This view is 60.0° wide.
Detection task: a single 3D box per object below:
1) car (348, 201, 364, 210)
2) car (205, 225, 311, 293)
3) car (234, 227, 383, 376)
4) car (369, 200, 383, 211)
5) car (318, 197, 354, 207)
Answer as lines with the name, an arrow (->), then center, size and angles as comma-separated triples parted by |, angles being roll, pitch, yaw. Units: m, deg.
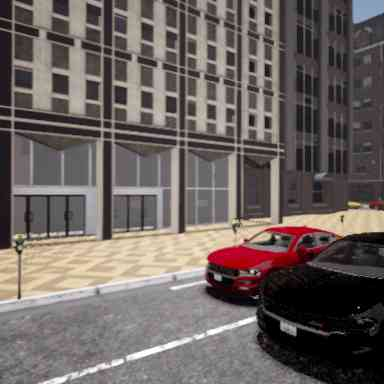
car -> 18.516, 1.446, 40.982 | 1.752, 1.417, 4.829 | 0, 0, -36
car -> 2.374, 1.541, 8.250 | 4.507, 1.381, 1.887 | 0, 0, -36
car -> 3.263, 1.474, 5.705 | 5.008, 1.535, 1.882 | 0, 0, -36
car -> 21.716, 1.513, 36.518 | 1.802, 1.307, 4.206 | 0, 0, -36
car -> 21.826, 1.473, 50.744 | 1.752, 1.417, 4.829 | 0, 0, -36
